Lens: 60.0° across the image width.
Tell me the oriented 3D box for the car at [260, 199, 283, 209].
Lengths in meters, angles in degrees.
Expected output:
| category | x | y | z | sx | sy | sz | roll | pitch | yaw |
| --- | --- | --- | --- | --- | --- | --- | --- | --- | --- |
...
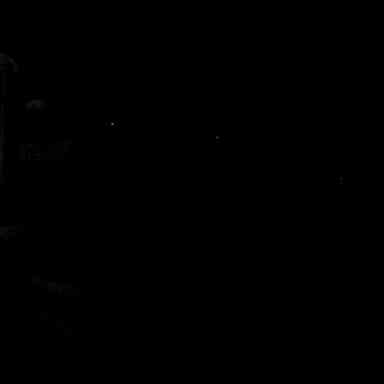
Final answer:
| category | x | y | z | sx | sy | sz | roll | pitch | yaw |
| --- | --- | --- | --- | --- | --- | --- | --- | --- | --- |
| car | 12.363 | 1.759 | 51.196 | 2.033 | 1.411 | 5.357 | 2 | 0 | 36 |
